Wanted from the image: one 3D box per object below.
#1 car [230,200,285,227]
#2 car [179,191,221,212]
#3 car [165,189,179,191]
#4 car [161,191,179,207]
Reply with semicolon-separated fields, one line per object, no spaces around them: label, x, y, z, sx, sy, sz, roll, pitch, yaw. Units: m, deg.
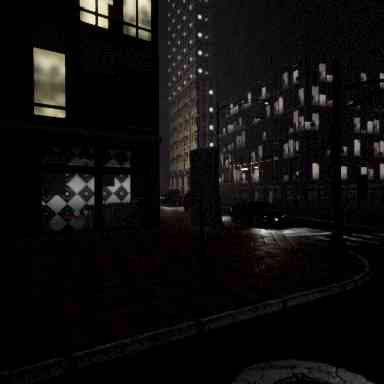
car;4.106;1.315;21.553;1.837;1.490;4.892;-1;1;-19
car;0.823;0.892;31.176;2.150;2.045;5.566;-1;1;-19
car;-3.359;0.566;52.617;2.150;2.045;5.566;-1;1;-18
car;-2.462;1.034;40.855;1.837;1.490;4.892;-1;1;-18
